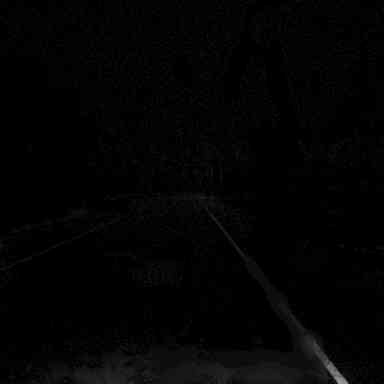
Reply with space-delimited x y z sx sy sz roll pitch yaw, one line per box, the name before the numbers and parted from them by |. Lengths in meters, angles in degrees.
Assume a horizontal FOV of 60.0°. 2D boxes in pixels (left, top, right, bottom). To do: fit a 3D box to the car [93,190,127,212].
car | -7.797 0.808 31.542 1.905 1.878 3.866 7 -3 -43
